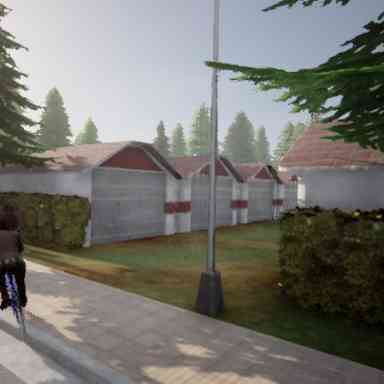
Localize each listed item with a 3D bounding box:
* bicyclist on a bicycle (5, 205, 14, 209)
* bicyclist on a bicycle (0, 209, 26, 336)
[{"bbox_3d":[-4.316,1.128,7.881,0.582,1.620,1.656,1,1,-23],"label":"bicyclist on a bicycle"},{"bbox_3d":[-2.837,1.255,5.159,0.582,1.620,1.656,-9,11,-36],"label":"bicyclist on a bicycle"}]
